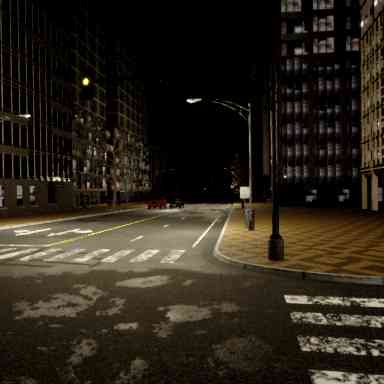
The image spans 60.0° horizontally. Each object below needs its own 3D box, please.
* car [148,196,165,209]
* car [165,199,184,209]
[{"bbox_3d":[-5.717,1.752,55.370,2.150,2.045,5.566,-1,-1,8],"label":"car"},{"bbox_3d":[-2.491,1.983,54.950,2.128,1.511,4.902,-1,-1,8],"label":"car"}]
